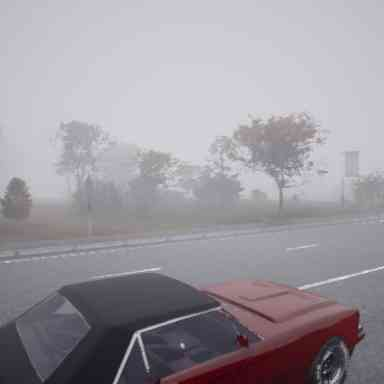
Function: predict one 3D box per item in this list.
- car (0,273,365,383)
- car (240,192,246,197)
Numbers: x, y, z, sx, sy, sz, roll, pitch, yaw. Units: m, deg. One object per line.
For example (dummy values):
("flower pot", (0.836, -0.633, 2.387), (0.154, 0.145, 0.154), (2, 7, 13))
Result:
("car", (-0.239, 1.586, 3.464), (4.718, 1.301, 1.895), (0, 0, -35))
("car", (9.798, 0.378, 73.905), (2.097, 1.767, 4.553), (-2, 1, -36))
